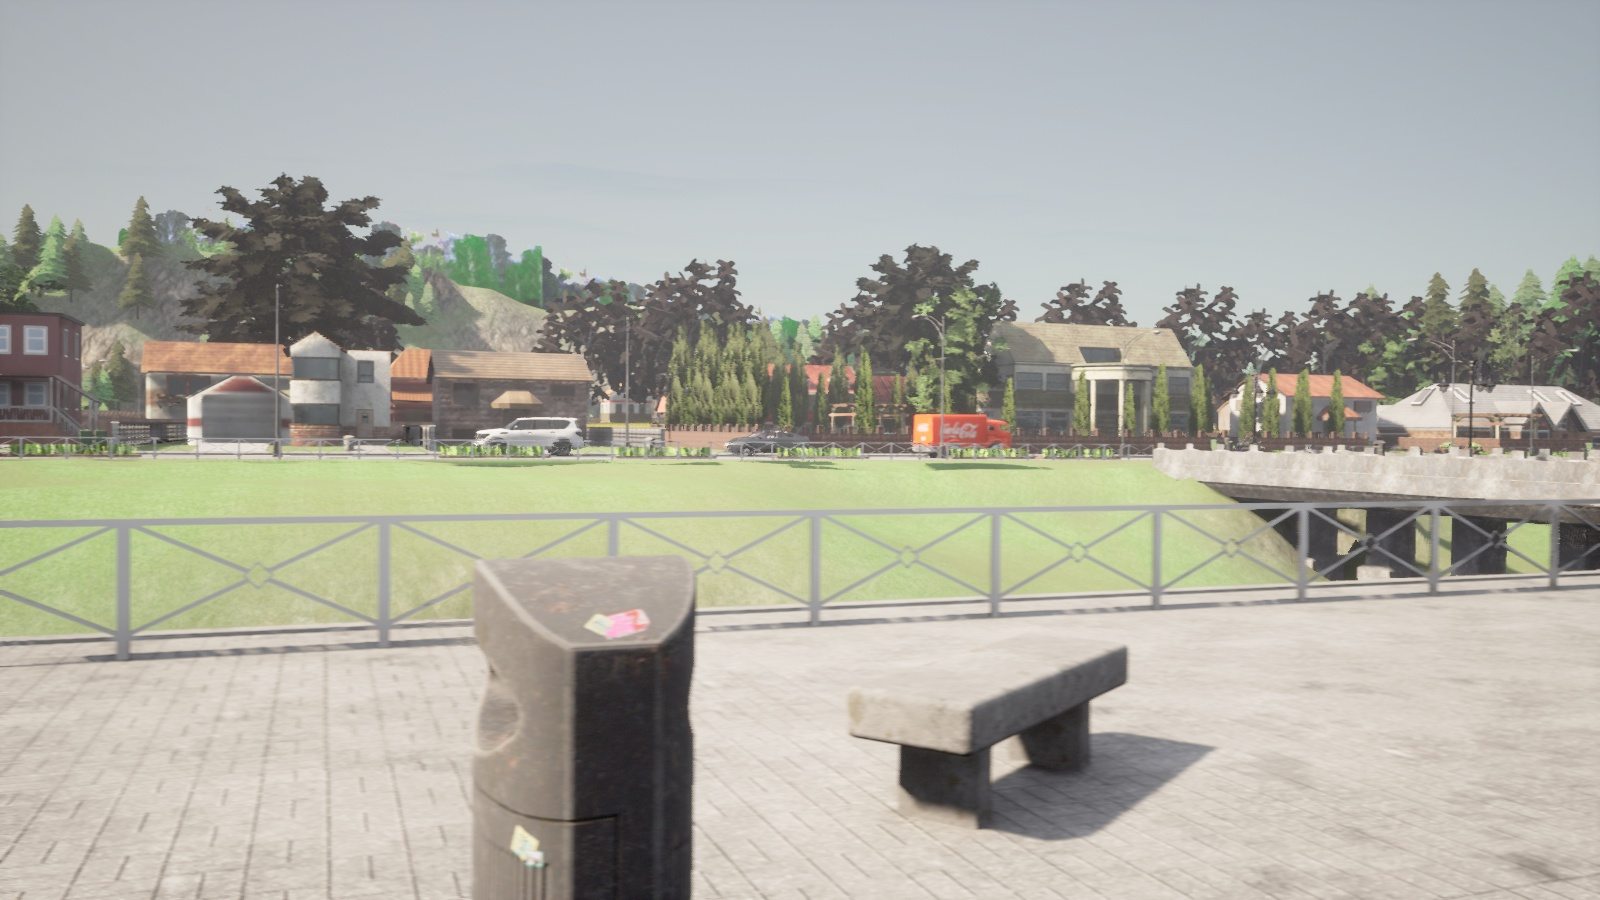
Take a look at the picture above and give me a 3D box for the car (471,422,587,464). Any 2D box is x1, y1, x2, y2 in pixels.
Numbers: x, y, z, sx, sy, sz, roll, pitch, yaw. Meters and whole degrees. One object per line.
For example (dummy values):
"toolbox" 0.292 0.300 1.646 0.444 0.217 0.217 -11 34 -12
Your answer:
"car" -13.917 -0.382 64.475 5.566 2.045 2.150 -1 1 -21

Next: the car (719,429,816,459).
"car" -1.795 -0.350 69.077 4.902 1.511 2.128 -1 1 -21

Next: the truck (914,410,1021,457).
"truck" 9.185 -0.910 68.959 5.204 2.467 2.627 -1 1 -21

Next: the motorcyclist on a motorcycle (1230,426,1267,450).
"motorcyclist on a motorcycle" 28.815 -0.791 80.691 2.191 1.530 0.866 -1 1 -21
